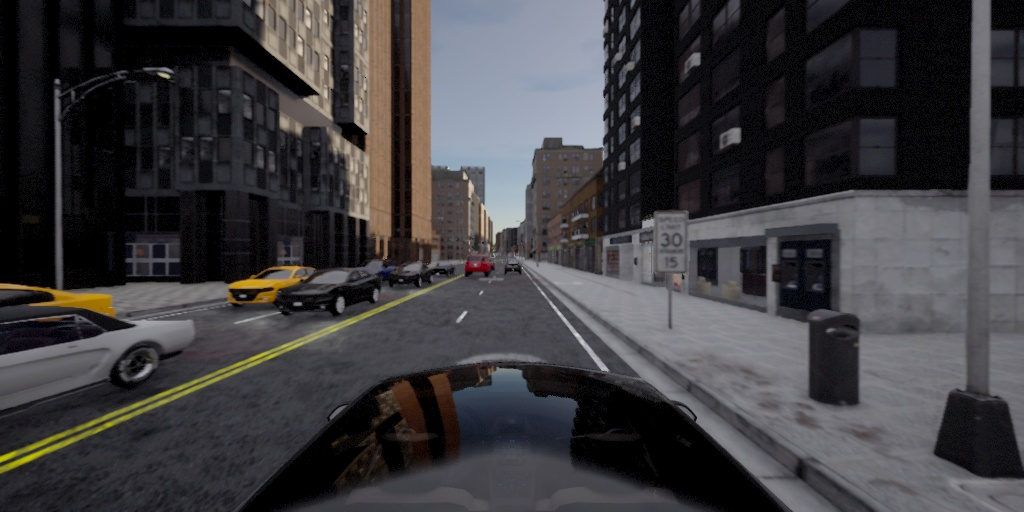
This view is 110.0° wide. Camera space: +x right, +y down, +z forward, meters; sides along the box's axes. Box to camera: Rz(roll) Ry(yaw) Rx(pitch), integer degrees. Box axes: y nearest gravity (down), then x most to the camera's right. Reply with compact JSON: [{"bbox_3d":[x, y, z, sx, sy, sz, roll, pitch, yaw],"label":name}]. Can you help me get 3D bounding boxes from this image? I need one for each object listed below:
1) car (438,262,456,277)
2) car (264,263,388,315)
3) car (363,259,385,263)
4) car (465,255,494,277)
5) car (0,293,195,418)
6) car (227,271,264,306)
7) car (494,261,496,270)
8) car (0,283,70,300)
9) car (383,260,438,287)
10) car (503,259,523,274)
[{"bbox_3d":[-6.559,1.271,33.978,1.895,1.301,4.718,0,0,0],"label":"car"},{"bbox_3d":[-6.602,1.199,13.543,1.882,1.535,5.008,0,0,0],"label":"car"},{"bbox_3d":[-9.842,1.043,25.724,2.097,1.767,4.553,0,0,0],"label":"car"},{"bbox_3d":[-3.256,0.890,34.781,2.150,2.045,5.566,0,0,0],"label":"car"},{"bbox_3d":[-6.600,1.345,4.143,1.895,1.301,4.718,0,0,0],"label":"car"},{"bbox_3d":[-9.852,1.193,15.630,1.882,1.535,5.008,0,0,0],"label":"car"},{"bbox_3d":[-3.232,1.111,48.162,1.882,1.535,5.008,0,0,0],"label":"car"},{"bbox_3d":[-9.848,1.217,5.898,1.882,1.535,5.008,0,0,0],"label":"car"},{"bbox_3d":[-6.597,1.173,23.897,1.882,1.535,5.008,0,0,0],"label":"car"},{"bbox_3d":[0.092,1.164,38.641,1.837,1.490,4.892,0,0,0],"label":"car"}]
